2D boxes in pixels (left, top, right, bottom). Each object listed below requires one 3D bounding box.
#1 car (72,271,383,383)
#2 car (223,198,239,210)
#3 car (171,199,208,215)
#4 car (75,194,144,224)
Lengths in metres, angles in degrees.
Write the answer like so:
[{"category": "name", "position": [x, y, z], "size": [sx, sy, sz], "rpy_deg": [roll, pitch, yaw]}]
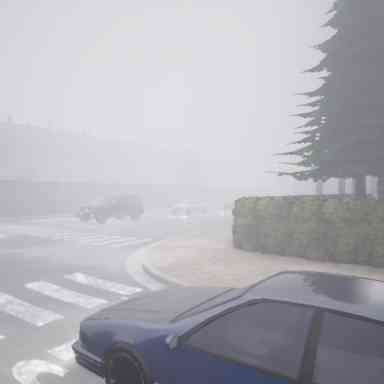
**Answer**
[{"category": "car", "position": [1.192, 1.548, 3.135], "size": [5.357, 1.411, 2.033], "rpy_deg": [0, 0, 35]}, {"category": "car", "position": [5.689, 1.442, 41.773], "size": [1.882, 1.535, 5.008], "rpy_deg": [0, 0, 36]}, {"category": "car", "position": [-0.155, 1.489, 33.543], "size": [1.812, 1.442, 4.674], "rpy_deg": [0, 0, 35]}, {"category": "car", "position": [-6.060, 1.185, 25.281], "size": [2.150, 2.045, 5.566], "rpy_deg": [0, 0, 35]}]
